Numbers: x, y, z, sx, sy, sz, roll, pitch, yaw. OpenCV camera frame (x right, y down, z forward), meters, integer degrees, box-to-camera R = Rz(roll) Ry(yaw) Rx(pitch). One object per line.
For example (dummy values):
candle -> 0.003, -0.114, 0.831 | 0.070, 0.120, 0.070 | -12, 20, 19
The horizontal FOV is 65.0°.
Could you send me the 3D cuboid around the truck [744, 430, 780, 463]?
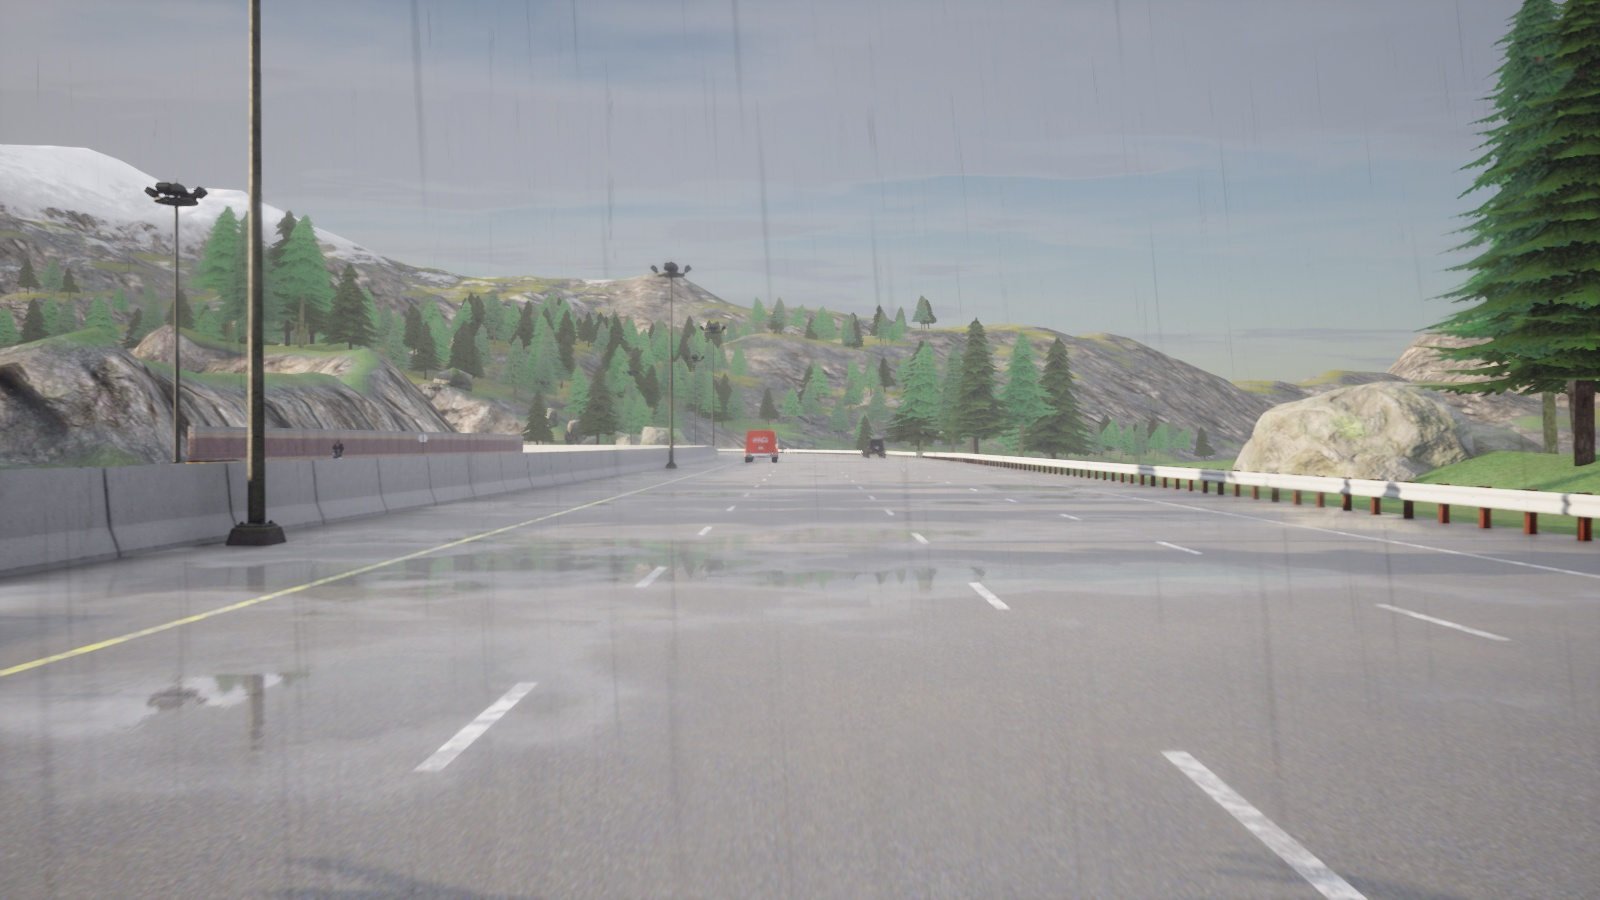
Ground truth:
truck -> -2.924, -0.288, 97.317 | 2.627, 2.467, 5.204 | 0, 1, 0
